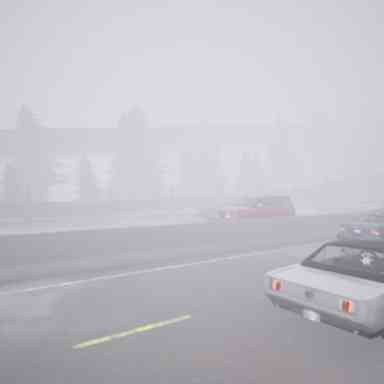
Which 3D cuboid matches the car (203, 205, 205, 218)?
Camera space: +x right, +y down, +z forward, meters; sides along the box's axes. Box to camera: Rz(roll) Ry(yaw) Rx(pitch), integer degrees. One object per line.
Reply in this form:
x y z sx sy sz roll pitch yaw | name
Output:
3.214 1.512 23.473 4.181 1.385 1.994 -1 0 -35 | car

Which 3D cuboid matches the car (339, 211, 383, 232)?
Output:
8.244 1.506 13.923 5.357 1.411 2.033 0 0 -35 | car

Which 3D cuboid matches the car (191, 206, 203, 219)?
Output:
2.150 1.424 27.012 4.902 1.511 2.128 -1 1 -35 | car

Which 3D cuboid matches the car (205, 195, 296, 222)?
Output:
3.779 1.190 19.581 5.566 2.045 2.150 0 0 -35 | car

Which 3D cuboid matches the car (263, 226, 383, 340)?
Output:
3.628 1.584 6.333 4.718 1.301 1.895 0 0 -35 | car
